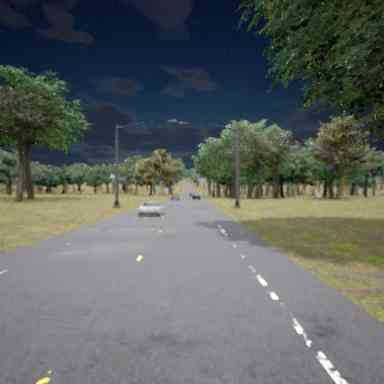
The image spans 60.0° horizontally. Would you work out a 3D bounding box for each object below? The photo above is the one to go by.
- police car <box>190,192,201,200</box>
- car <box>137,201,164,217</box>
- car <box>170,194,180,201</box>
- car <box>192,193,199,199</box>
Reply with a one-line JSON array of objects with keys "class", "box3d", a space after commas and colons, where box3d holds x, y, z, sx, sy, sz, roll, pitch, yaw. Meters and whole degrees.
[{"class": "police car", "box3d": [1.034, 1.080, 78.540, 1.930, 1.638, 5.238, 0, 0, 0]}, {"class": "car", "box3d": [-3.602, 1.476, 29.473, 1.895, 1.301, 4.718, 0, 0, 0]}, {"class": "car", "box3d": [-3.514, 1.218, 71.335, 1.994, 1.385, 4.181, 0, 0, 0]}, {"class": "car", "box3d": [1.033, 1.090, 88.624, 1.801, 1.575, 5.366, 0, 0, 0]}]
